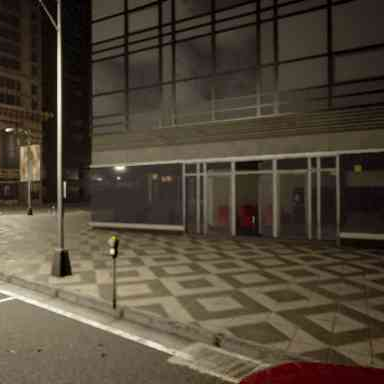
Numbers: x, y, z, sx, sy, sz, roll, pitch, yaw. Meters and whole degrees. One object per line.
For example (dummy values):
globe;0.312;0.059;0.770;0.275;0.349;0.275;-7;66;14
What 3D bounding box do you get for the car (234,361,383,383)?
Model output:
car;1.987;1.582;1.437;4.206;1.307;1.802;0;0;36
